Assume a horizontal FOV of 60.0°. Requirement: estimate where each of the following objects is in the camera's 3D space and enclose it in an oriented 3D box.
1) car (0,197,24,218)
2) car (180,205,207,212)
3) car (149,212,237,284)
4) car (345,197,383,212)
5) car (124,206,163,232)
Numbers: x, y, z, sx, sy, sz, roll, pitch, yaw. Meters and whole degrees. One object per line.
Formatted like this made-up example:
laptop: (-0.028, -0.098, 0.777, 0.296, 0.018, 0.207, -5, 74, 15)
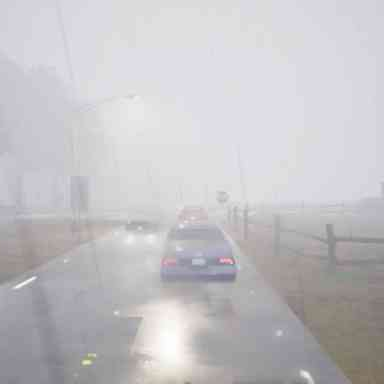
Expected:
car: (-19.231, 1.451, 31.899, 5.566, 2.045, 2.150, -1, 1, 0)
car: (0.085, 1.567, 22.639, 1.994, 1.385, 4.181, 0, 0, 1)
car: (0.108, 1.544, 9.635, 2.033, 1.411, 5.357, 0, 0, -1)
car: (18.359, 1.273, 34.602, 4.892, 1.490, 1.837, -1, 1, 0)
car: (-2.732, 1.548, 20.226, 2.033, 1.411, 5.357, 0, 0, 0)
